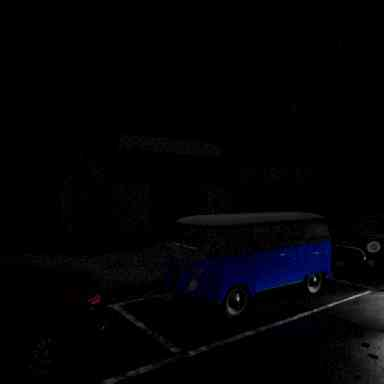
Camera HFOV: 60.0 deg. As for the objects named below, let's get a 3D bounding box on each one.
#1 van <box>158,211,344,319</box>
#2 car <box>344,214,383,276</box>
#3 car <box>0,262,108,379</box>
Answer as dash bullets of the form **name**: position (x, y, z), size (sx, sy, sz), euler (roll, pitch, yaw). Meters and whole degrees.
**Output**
- **van**: position (1.275, 1.341, 7.096), size (3.998, 1.788, 1.690), euler (0, 0, -35)
- **car**: position (5.683, 1.439, 10.237), size (4.097, 1.590, 1.967), euler (0, 0, -35)
- **car**: position (-3.133, 1.582, 3.955), size (4.206, 1.307, 1.802), euler (0, 0, -35)
